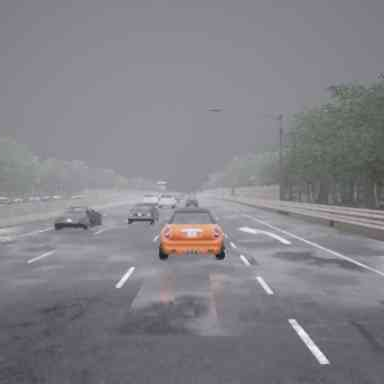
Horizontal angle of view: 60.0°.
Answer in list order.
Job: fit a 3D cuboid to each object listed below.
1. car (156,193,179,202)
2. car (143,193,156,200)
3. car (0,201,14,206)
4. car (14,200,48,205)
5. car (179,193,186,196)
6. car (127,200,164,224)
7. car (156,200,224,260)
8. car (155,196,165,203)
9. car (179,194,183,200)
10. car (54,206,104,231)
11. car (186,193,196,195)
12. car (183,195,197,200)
[{"bbox_3d":[-3.505,1.267,48.011,2.150,2.045,5.566,0,0,0],"label":"car"},{"bbox_3d":[-7.005,1.262,56.256,2.150,2.045,5.566,0,0,0],"label":"car"},{"bbox_3d":[-21.078,1.644,37.086,1.895,1.301,4.718,0,0,0],"label":"car"},{"bbox_3d":[-17.577,1.591,37.855,2.033,1.411,5.357,0,0,0],"label":"car"},{"bbox_3d":[-3.510,1.594,92.678,1.895,1.301,4.718,0,0,0],"label":"car"},{"bbox_3d":[-3.503,1.580,24.715,2.033,1.411,5.357,0,0,0],"label":"car"},{"bbox_3d":[-0.002,1.364,12.677,2.097,1.767,4.553,0,0,0],"label":"car"},{"bbox_3d":[-7.007,1.543,72.660,1.812,1.442,4.674,0,0,0],"label":"car"},{"bbox_3d":[-3.507,1.614,72.728,1.895,1.301,4.718,0,0,0],"label":"car"},{"bbox_3d":[-7.001,1.591,20.965,1.994,1.385,4.181,0,0,0],"label":"car"},{"bbox_3d":[-0.007,1.519,72.713,1.837,1.490,4.892,0,0,0],"label":"car"},{"bbox_3d":[-0.004,1.551,48.710,1.837,1.490,4.892,0,0,0],"label":"car"}]
